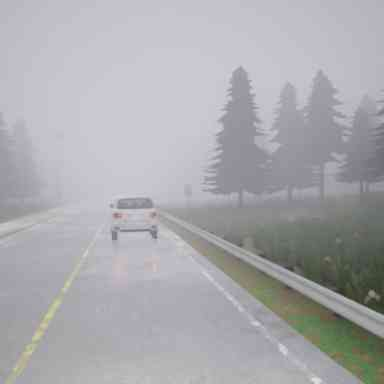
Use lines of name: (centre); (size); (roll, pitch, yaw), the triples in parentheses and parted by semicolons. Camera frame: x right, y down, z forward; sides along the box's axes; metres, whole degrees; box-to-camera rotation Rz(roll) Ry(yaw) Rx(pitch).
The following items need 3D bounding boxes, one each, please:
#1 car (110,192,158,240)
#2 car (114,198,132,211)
car: (-3.036, 1.186, 17.276); (2.150, 2.045, 5.566); (-1, 0, -12)
car: (-8.770, 1.478, 41.938); (2.033, 1.411, 5.357); (-1, 0, -14)
